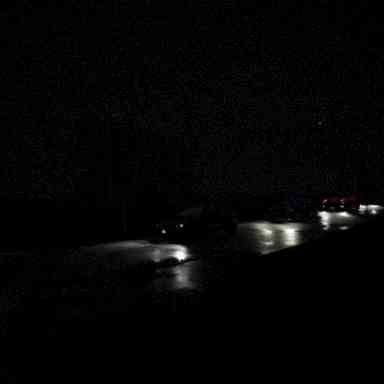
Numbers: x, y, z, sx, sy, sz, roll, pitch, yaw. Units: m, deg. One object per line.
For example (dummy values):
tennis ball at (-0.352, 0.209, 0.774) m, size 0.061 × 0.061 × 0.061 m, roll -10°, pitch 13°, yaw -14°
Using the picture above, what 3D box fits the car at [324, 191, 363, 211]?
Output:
car at (13.570, 0.765, 30.348) m, size 2.097 × 1.767 × 4.553 m, roll -1°, pitch 1°, yaw 42°

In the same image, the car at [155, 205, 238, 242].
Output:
car at (0.366, 1.344, 15.642) m, size 1.812 × 1.442 × 4.674 m, roll -1°, pitch 0°, yaw 42°

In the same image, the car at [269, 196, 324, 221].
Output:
car at (7.162, 1.095, 23.215) m, size 1.882 × 1.535 × 5.008 m, roll -1°, pitch 0°, yaw 42°

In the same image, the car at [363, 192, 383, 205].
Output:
car at (20.556, 0.743, 38.086) m, size 1.994 × 1.385 × 4.181 m, roll -1°, pitch 1°, yaw 42°
